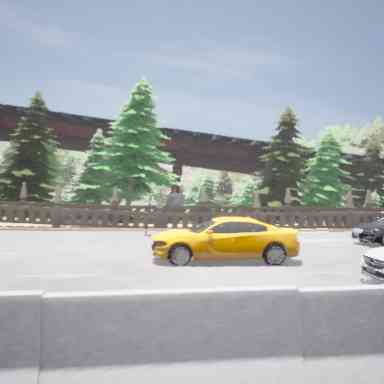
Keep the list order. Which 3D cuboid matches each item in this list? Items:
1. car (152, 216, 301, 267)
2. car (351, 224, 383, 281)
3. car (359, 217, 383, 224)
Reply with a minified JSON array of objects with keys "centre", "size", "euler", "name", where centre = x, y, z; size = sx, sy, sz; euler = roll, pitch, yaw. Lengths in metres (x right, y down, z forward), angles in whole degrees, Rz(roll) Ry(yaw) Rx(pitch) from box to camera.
[{"centre":[1.162,1.601,11.433],"size":[5.008,1.535,1.882],"euler":[1,-1,-5],"name":"car"},{"centre":[6.751,1.683,8.450],"size":[4.674,1.442,1.812],"euler":[1,-1,-5],"name":"car"},{"centre":[10.139,1.758,15.805],"size":[4.902,1.511,2.128],"euler":[1,-1,-5],"name":"car"}]
